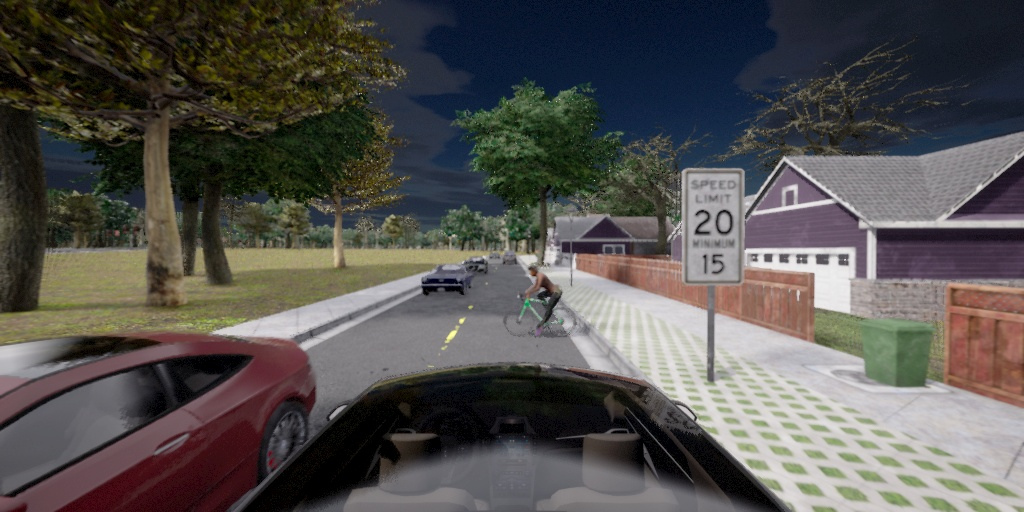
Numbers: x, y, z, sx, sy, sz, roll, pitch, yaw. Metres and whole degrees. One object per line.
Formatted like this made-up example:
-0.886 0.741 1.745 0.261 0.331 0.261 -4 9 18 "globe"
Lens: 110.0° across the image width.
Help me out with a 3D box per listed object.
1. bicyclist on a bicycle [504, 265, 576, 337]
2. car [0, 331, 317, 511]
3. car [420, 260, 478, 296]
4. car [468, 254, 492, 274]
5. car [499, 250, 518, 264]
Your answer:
0.642 1.035 8.151 1.656 1.620 0.582 0 1 0 "bicyclist on a bicycle"
-2.845 1.276 1.818 1.812 1.442 4.674 0 1 0 "car"
-2.943 1.048 17.097 1.895 1.301 4.718 0 1 0 "car"
-2.989 0.749 30.001 1.994 1.385 4.181 0 1 0 "car"
-0.241 0.278 48.165 2.128 1.511 4.902 0 1 0 "car"
